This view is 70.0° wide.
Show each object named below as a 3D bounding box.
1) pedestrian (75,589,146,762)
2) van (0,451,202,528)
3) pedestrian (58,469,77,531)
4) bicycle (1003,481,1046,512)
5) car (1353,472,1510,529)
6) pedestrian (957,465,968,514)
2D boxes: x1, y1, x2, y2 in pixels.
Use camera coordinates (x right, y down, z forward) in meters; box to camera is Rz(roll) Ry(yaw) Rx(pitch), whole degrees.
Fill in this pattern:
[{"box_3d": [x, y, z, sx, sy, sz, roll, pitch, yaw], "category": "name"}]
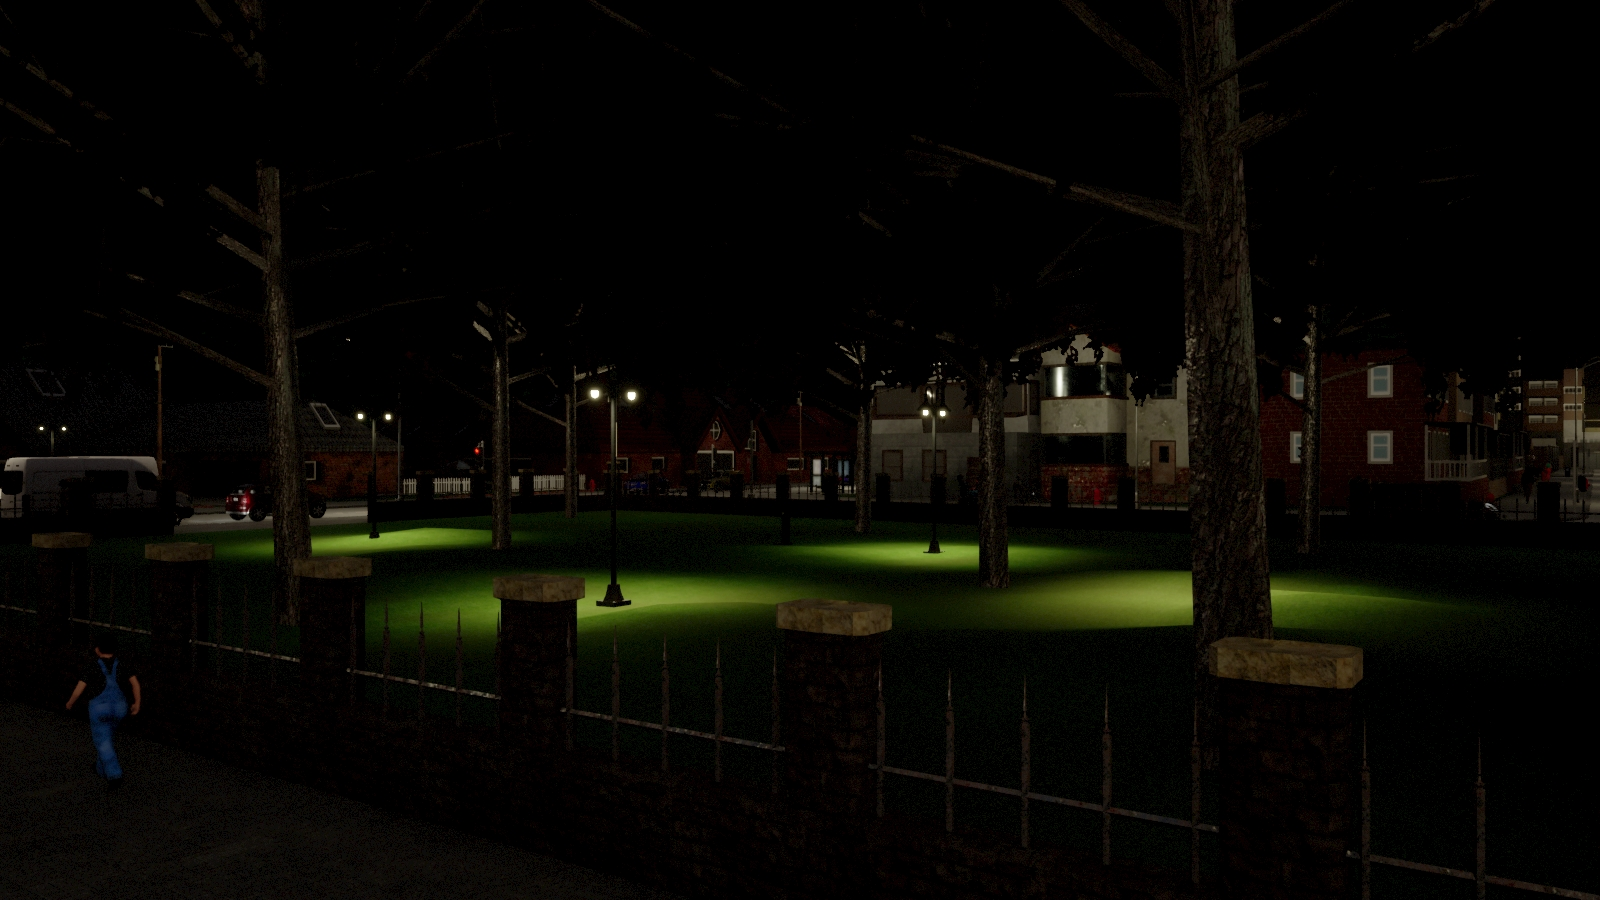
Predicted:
[{"box_3d": [-5.587, 1.805, 9.260, 0.375, 1.300, 0.375, 0, 0, 35], "category": "pedestrian"}, {"box_3d": [-24.847, 1.314, 40.778, 1.988, 2.561, 5.915, 0, 0, 36], "category": "van"}, {"box_3d": [-22.381, 1.525, 34.904, 0.375, 1.860, 0.375, 0, 0, 37], "category": "pedestrian"}, {"box_3d": [9.450, 1.940, 48.139, 1.835, 1.271, 0.329, 0, 0, 35], "category": "bicycle"}, {"box_3d": [21.802, 1.685, 39.490, 4.553, 1.767, 2.097, 0, 0, 35], "category": "car"}, {"box_3d": [6.227, 1.524, 43.837, 0.375, 1.860, 0.375, 0, 0, 19], "category": "pedestrian"}]
